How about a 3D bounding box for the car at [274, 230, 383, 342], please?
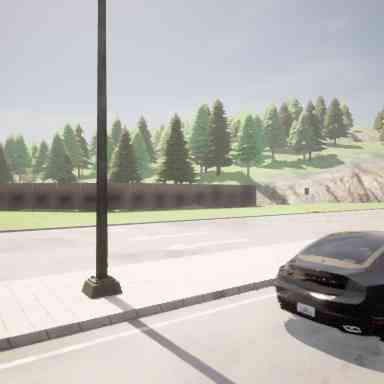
[{"bbox_3d":[3.668,1.505,6.365,4.892,1.490,1.837,0,0,-35],"label":"car"}]
